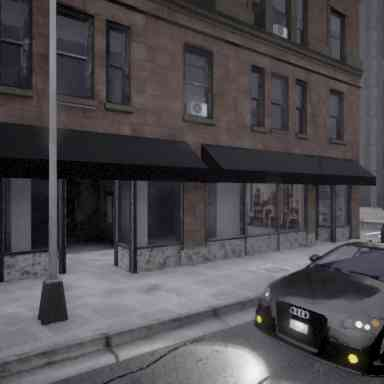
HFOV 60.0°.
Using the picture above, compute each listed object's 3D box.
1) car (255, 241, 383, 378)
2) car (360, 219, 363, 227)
[{"bbox_3d":[3.020,1.564,5.469,4.181,1.385,1.994,0,0,-35],"label":"car"},{"bbox_3d":[7.714,1.562,20.920,2.033,1.411,5.357,0,0,-35],"label":"car"}]
